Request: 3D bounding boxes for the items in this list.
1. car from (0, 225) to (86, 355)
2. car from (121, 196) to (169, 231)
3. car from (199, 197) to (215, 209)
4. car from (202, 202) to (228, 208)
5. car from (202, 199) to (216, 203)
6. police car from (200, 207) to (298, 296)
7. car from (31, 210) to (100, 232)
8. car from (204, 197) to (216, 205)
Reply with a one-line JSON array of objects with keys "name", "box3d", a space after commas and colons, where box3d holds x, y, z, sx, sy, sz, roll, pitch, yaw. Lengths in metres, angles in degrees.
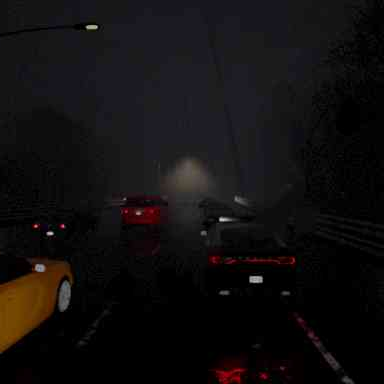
[{"name": "car", "box3d": [-3.274, 1.478, 4.447, 1.882, 1.535, 5.008, 0, -1, 1]}, {"name": "car", "box3d": [-2.758, 1.227, 20.559, 2.150, 2.045, 5.566, 0, 0, 3]}, {"name": "car", "box3d": [2.067, 1.587, 45.254, 1.994, 1.385, 4.181, 0, 0, 5]}, {"name": "car", "box3d": [1.592, 1.529, 18.538, 1.812, 1.442, 4.674, 0, 0, 2]}, {"name": "car", "box3d": [1.851, 1.512, 24.456, 1.837, 1.490, 4.892, 0, 0, 3]}, {"name": "police car", "box3d": [1.264, 1.425, 8.778, 1.930, 1.638, 5.238, 0, 0, 2]}, {"name": "car", "box3d": [-6.390, 1.602, 17.434, 1.895, 1.301, 4.718, 0, 0, 2]}, {"name": "car", "box3d": [3.358, 1.591, 60.826, 2.033, 1.411, 5.357, 0, 0, 5]}]
